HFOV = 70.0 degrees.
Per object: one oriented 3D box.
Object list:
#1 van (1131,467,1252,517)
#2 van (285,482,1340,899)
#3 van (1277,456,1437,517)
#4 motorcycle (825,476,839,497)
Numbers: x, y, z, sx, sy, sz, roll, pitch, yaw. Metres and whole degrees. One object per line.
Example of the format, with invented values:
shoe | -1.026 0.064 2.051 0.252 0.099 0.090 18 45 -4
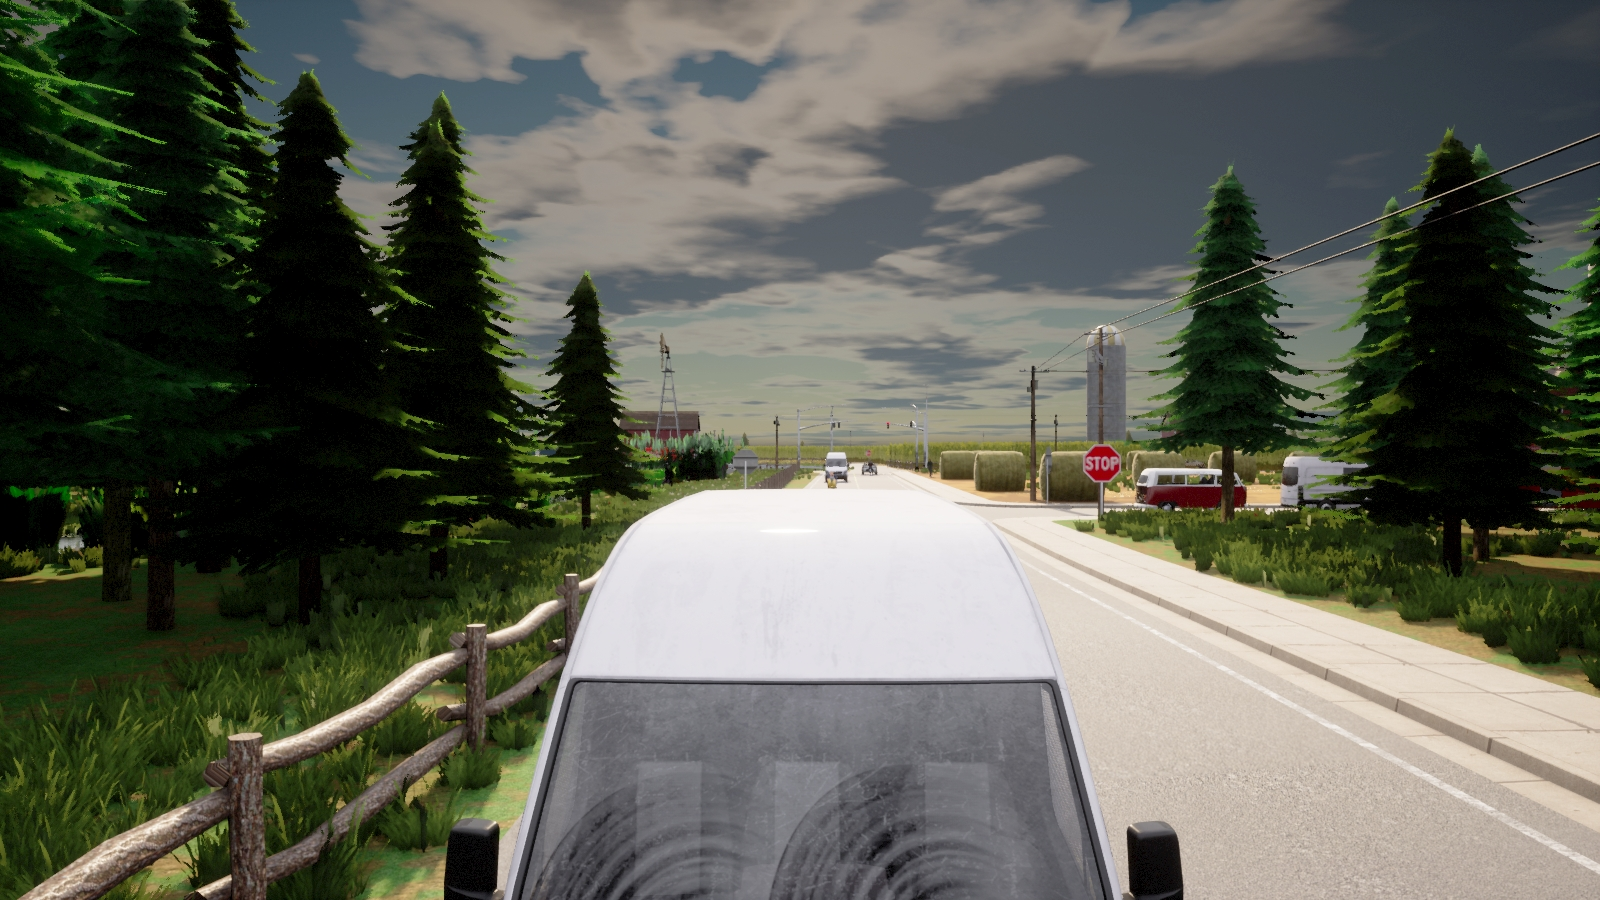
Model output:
van | 16.767 1.783 49.041 4.480 2.038 2.069 0 0 0
van | 0.056 1.508 5.110 1.988 2.561 5.915 0 0 1
van | 23.885 1.534 49.093 5.915 2.561 1.988 0 0 -1
motorcycle | 1.869 2.151 67.224 0.803 1.199 2.033 0 0 2
